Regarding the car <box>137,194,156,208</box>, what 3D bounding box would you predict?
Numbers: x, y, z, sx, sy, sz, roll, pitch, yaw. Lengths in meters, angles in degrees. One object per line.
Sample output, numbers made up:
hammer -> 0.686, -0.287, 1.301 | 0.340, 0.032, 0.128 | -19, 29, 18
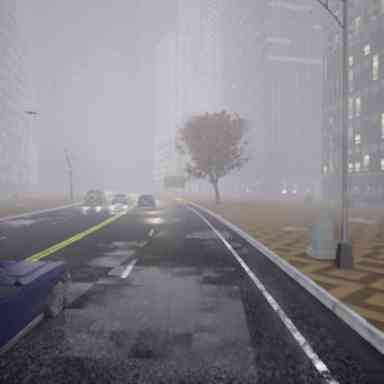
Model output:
car -> -5.155, 0.959, 37.825 | 1.882, 1.535, 5.008 | 0, 1, -6

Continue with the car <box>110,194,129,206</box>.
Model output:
car -> -9.125, 0.951, 42.545 | 1.812, 1.442, 4.674 | 0, 1, -6

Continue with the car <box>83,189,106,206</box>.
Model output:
car -> -12.446, 0.651, 42.986 | 2.150, 2.045, 5.566 | 0, 1, -6

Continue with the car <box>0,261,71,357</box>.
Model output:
car -> -3.201, 1.552, 4.214 | 1.895, 1.301, 4.718 | 0, 1, -1

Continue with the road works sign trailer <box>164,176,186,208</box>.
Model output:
road works sign trailer -> -2.013, -0.076, 38.533 | 2.380, 3.560, 2.880 | 0, 1, -7
